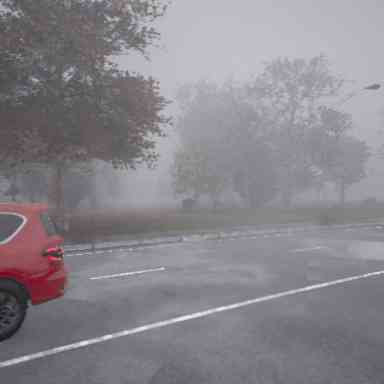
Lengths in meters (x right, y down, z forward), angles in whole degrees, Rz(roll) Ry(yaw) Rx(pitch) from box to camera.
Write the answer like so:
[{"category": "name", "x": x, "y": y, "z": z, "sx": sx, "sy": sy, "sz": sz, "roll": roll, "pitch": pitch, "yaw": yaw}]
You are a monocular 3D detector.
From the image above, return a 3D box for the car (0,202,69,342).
[{"category": "car", "x": -4.740, "y": 1.200, "z": 4.808, "sx": 5.566, "sy": 2.045, "sz": 2.150, "roll": 0, "pitch": 0, "yaw": -36}]
